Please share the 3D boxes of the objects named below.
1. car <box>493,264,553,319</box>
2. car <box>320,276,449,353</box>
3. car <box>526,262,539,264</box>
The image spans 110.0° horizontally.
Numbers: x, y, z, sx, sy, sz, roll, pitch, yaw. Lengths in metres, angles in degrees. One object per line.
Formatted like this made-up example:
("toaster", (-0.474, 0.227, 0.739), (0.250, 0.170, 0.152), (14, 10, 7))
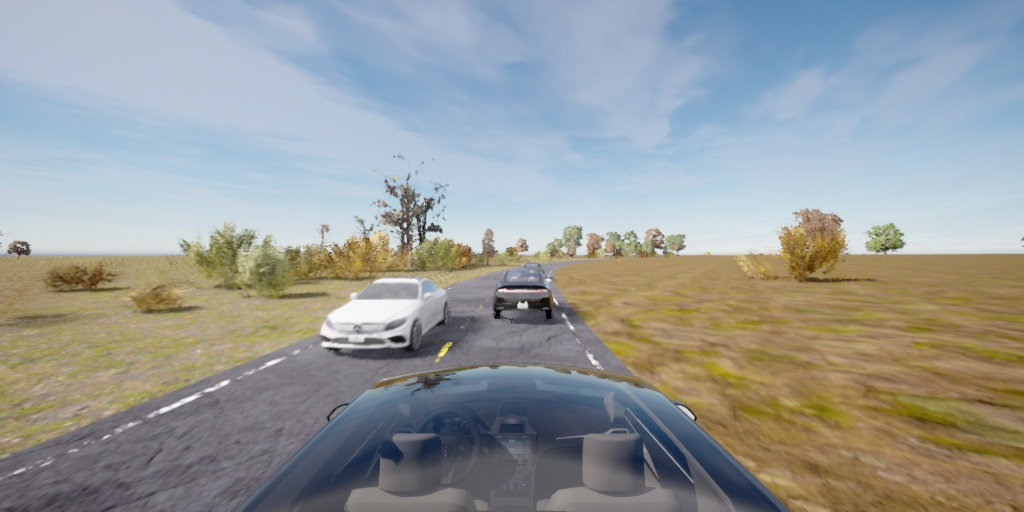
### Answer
("car", (0.402, 1.219, 12.703), (2.128, 1.511, 4.902), (0, 0, 2))
("car", (-2.810, 1.257, 8.969), (1.812, 1.442, 4.674), (0, 0, 2))
("car", (1.812, 1.247, 31.393), (1.994, 1.385, 4.181), (0, 0, 6))
